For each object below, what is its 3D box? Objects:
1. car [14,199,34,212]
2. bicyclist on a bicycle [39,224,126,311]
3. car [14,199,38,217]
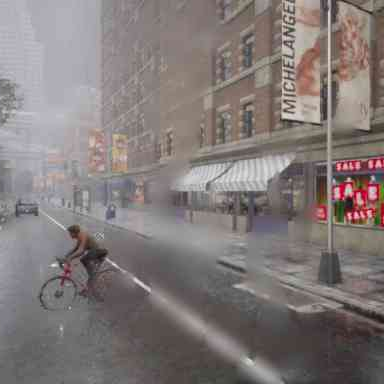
[{"bbox_3d":[-20.261,1.547,40.114,2.033,1.411,5.357,0,0,-27],"label":"car"},{"bbox_3d":[-2.125,1.453,6.543,1.656,1.620,0.582,-2,1,-28],"label":"bicyclist on a bicycle"},{"bbox_3d":[-15.674,1.492,31.517,2.128,1.511,4.902,0,0,-28],"label":"car"}]
